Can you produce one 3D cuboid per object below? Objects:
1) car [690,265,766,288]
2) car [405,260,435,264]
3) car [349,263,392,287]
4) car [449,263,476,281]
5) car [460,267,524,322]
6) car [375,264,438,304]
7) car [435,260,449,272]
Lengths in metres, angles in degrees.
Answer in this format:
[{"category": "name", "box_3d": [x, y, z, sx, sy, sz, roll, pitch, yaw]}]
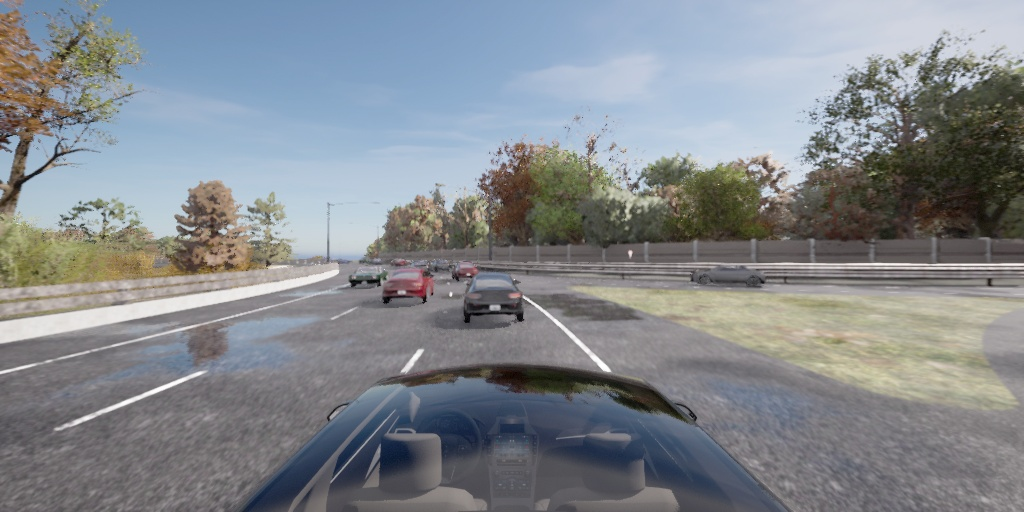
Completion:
[{"category": "car", "box_3d": [13.884, 1.249, 23.245, 4.181, 1.385, 1.994, 0, 0, 25]}, {"category": "car", "box_3d": [-9.505, 1.247, 36.593, 2.128, 1.511, 4.902, 0, 0, -18]}, {"category": "car", "box_3d": [-9.705, 1.366, 24.632, 1.895, 1.301, 4.718, 0, 0, -12]}, {"category": "car", "box_3d": [-3.972, 1.267, 30.109, 1.812, 1.442, 4.674, 0, 0, -15]}, {"category": "car", "box_3d": [-0.675, 1.270, 12.272, 1.812, 1.442, 4.674, 0, 0, -5]}, {"category": "car", "box_3d": [-4.647, 1.280, 16.517, 1.812, 1.442, 4.674, 0, 0, -7]}, {"category": "car", "box_3d": [-9.191, 1.239, 45.490, 2.128, 1.511, 4.902, 0, 0, -23]}]
